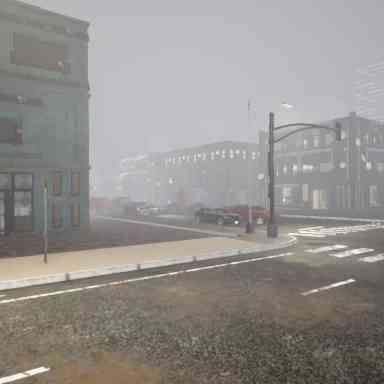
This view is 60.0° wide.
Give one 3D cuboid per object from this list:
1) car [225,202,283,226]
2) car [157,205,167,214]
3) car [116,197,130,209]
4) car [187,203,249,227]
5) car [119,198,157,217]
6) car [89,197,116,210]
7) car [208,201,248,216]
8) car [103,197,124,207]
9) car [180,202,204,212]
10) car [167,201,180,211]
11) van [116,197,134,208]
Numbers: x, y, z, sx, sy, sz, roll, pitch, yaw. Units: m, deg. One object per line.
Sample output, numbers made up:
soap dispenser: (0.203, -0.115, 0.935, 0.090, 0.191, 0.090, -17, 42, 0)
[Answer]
car: (4.775, 1.685, 26.054, 1.882, 1.535, 5.008, -1, 0, -35)
car: (-5.577, 1.904, 40.637, 2.128, 1.511, 4.902, -1, 0, -35)
car: (-11.916, 1.773, 55.063, 2.150, 2.045, 5.566, -1, 0, -35)
car: (1.890, 1.814, 25.421, 1.947, 1.339, 4.313, -2, 0, -35)
car: (-6.051, 1.845, 36.802, 1.967, 1.590, 4.097, -1, 0, -35)
car: (-14.680, 1.811, 53.584, 2.150, 2.045, 5.566, -1, -1, -35)
car: (3.987, 1.809, 37.146, 2.008, 1.369, 4.403, -2, 0, -35)
car: (-15.255, 1.939, 64.218, 2.192, 1.841, 5.009, -1, 0, -35)
car: (0.782, 1.903, 41.659, 1.802, 1.307, 4.206, -2, 0, -35)
car: (-2.424, 1.965, 46.170, 1.802, 1.307, 4.206, -2, 0, -35)
van: (-12.048, 1.906, 59.706, 1.690, 1.788, 3.998, -1, 0, -35)
